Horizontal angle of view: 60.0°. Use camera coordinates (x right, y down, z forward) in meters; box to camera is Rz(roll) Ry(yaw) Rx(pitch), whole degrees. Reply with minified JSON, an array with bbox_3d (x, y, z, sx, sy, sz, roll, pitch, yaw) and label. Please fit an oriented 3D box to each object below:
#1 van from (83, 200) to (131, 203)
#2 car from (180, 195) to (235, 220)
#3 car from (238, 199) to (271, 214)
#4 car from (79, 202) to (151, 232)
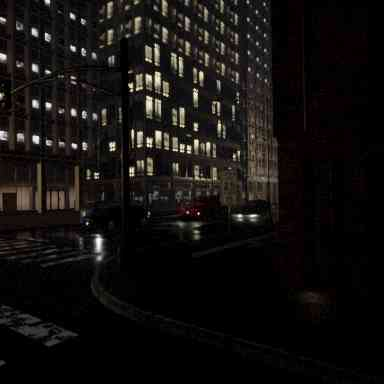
[{"bbox_3d":[-5.979,1.460,23.458,1.690,1.788,3.998,-2,-1,36],"label":"van"},{"bbox_3d":[1.256,1.307,29.115,2.150,2.045,5.566,-1,-1,36],"label":"car"},{"bbox_3d":[7.261,1.584,37.477,1.882,1.535,5.008,-1,-1,36],"label":"car"},{"bbox_3d":[-4.633,1.571,20.926,1.837,1.490,4.892,-1,-1,33],"label":"car"}]
